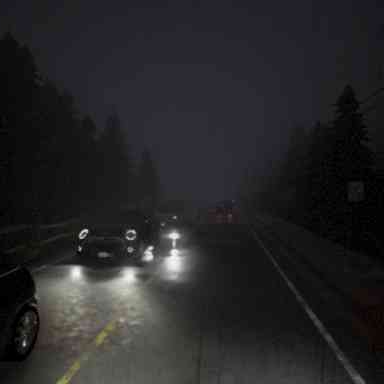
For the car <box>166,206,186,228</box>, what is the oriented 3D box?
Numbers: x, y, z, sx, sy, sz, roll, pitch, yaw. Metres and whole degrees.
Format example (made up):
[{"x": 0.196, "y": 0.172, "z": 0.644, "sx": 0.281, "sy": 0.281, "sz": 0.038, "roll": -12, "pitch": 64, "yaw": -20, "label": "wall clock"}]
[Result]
[{"x": -1.548, "y": 1.635, "z": 22.478, "sx": 1.895, "sy": 1.301, "sz": 4.718, "roll": 0, "pitch": 0, "yaw": 6, "label": "car"}]

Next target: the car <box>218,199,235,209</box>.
[{"x": 4.993, "y": 1.682, "z": 47.778, "sx": 1.994, "sy": 1.385, "sz": 4.181, "roll": 0, "pitch": 0, "yaw": 11, "label": "car"}]

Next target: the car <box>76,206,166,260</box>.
[{"x": -2.531, "y": 1.360, "z": 12.514, "sx": 2.097, "sy": 1.767, "sz": 4.553, "roll": 0, "pitch": 0, "yaw": 6, "label": "car"}]

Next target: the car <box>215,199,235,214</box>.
[{"x": 3.578, "y": 1.580, "z": 36.753, "sx": 2.128, "sy": 1.511, "sz": 4.902, "roll": 0, "pitch": 0, "yaw": 7, "label": "car"}]

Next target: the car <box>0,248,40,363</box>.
[{"x": -3.328, "y": 1.336, "z": 2.917, "sx": 2.097, "sy": 1.767, "sz": 4.553, "roll": 0, "pitch": 0, "yaw": 3, "label": "car"}]
